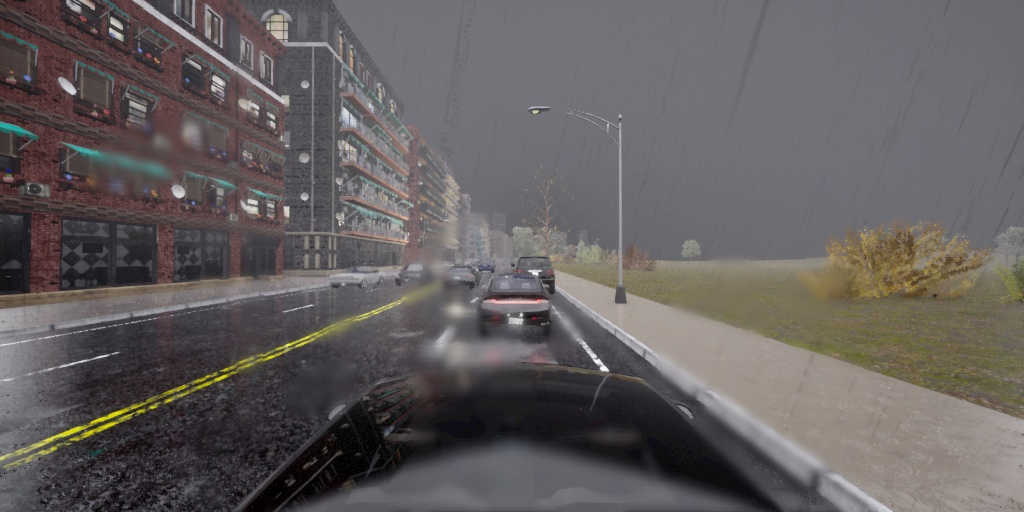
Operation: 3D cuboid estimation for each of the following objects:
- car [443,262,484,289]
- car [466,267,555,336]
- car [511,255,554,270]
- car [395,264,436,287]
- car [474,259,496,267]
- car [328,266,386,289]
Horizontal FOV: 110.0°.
[{"bbox_3d":[-3.156,1.315,23.086,1.994,1.385,4.181,0,0,0],"label":"car"},{"bbox_3d":[0.098,1.243,10.378,2.128,1.511,4.902,0,0,0],"label":"car"},{"bbox_3d":[1.133,0.977,20.248,2.150,2.045,5.566,0,0,0],"label":"car"},{"bbox_3d":[-6.605,1.277,24.920,1.812,1.442,4.674,0,0,0],"label":"car"},{"bbox_3d":[-3.177,1.105,44.978,2.097,1.767,4.553,0,0,1],"label":"car"},{"bbox_3d":[-9.855,1.353,23.174,1.895,1.301,4.718,0,0,0],"label":"car"}]
